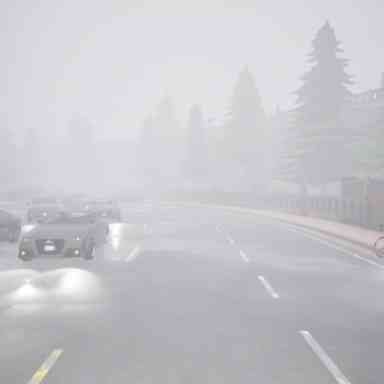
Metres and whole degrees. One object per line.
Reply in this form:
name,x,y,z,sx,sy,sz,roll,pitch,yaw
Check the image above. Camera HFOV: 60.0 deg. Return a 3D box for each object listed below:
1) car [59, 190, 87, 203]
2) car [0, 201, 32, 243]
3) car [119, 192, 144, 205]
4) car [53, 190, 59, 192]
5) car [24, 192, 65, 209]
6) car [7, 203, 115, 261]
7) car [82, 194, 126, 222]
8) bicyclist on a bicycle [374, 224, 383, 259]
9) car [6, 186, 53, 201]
car,-10.104,0.793,29.633,1.837,1.490,4.892,-1,2,-35
car,-7.472,1.258,11.302,1.812,1.442,4.674,0,1,-4
car,-7.512,0.696,37.323,1.895,1.301,4.718,-1,2,-45
car,-18.040,0.456,44.835,4.674,1.442,1.812,0,1,23
car,-9.401,0.996,21.307,1.837,1.490,4.892,-1,2,-23
car,-4.015,1.297,11.046,1.994,1.385,4.181,0,1,-4
car,-5.620,1.060,20.811,1.994,1.385,4.181,-1,1,-20
bicyclist on a bicycle,6.081,1.098,9.764,1.656,1.620,0.582,-9,2,-1
car,-20.914,0.218,42.291,5.566,2.045,2.150,0,1,22
